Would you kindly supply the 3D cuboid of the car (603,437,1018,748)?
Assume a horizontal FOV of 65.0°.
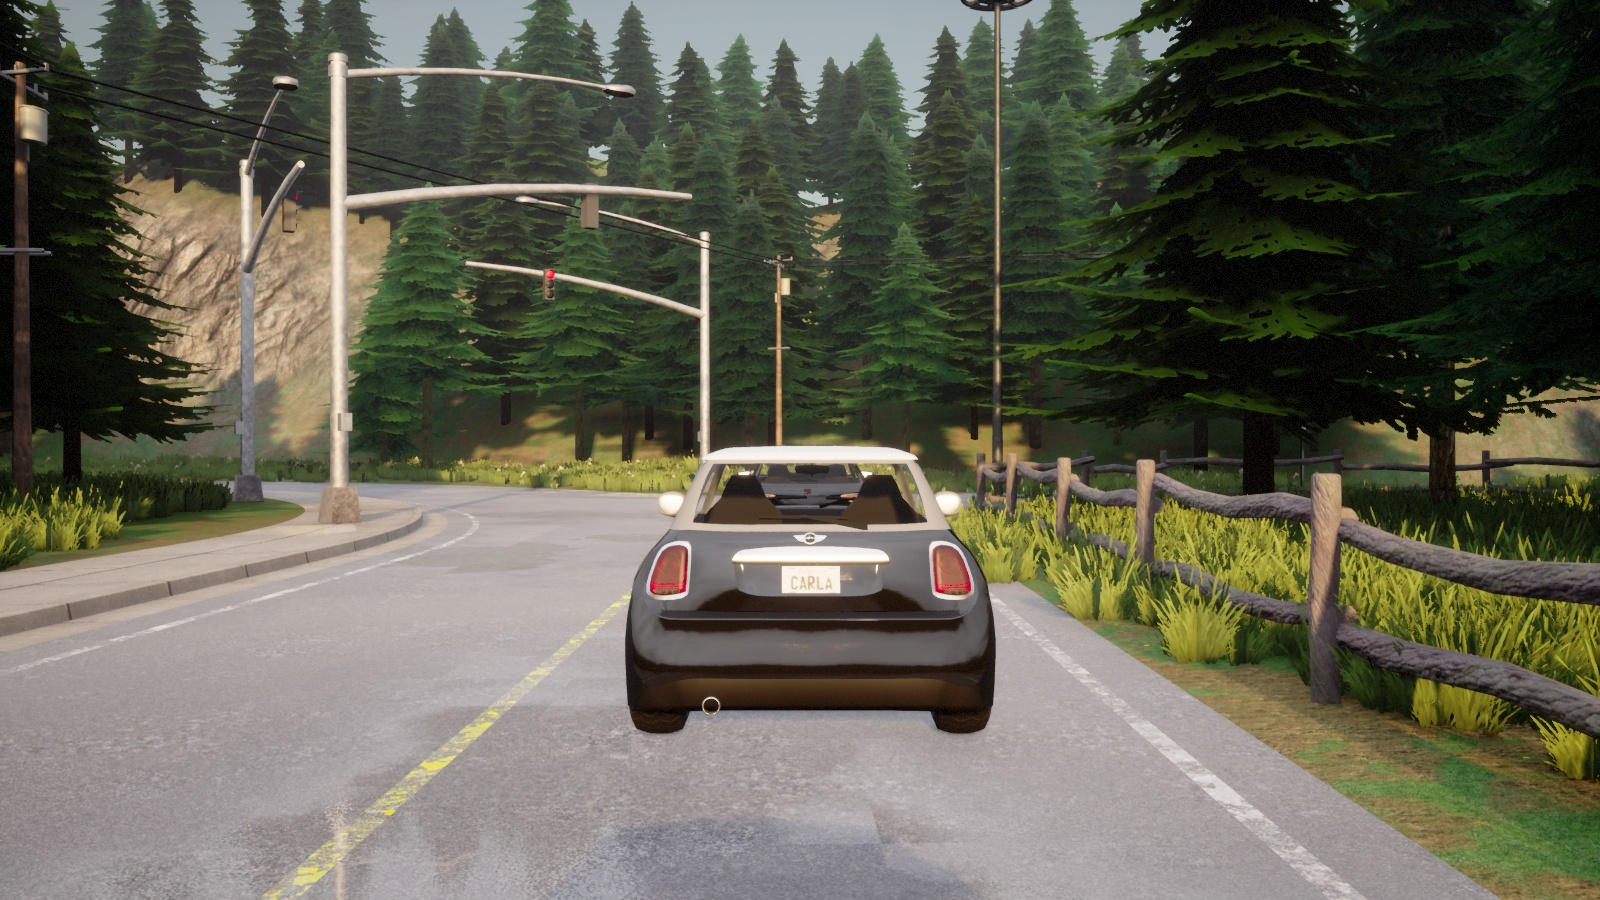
[{"bbox_3d":[0.058,0.668,7.864,1.970,1.475,3.806,0,0,0],"label":"car"}]
